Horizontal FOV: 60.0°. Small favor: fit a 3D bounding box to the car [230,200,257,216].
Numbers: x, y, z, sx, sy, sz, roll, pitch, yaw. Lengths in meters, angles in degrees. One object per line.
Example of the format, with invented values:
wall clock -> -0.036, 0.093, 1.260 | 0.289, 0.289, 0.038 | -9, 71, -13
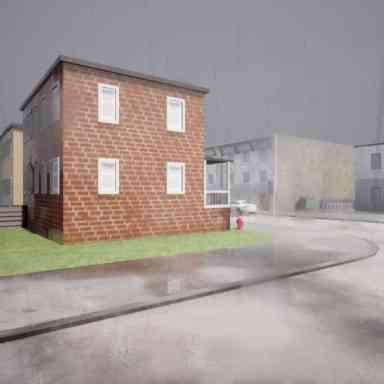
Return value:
car -> 4.457, 1.526, 33.251 | 1.812, 1.442, 4.674 | 0, 0, -35
